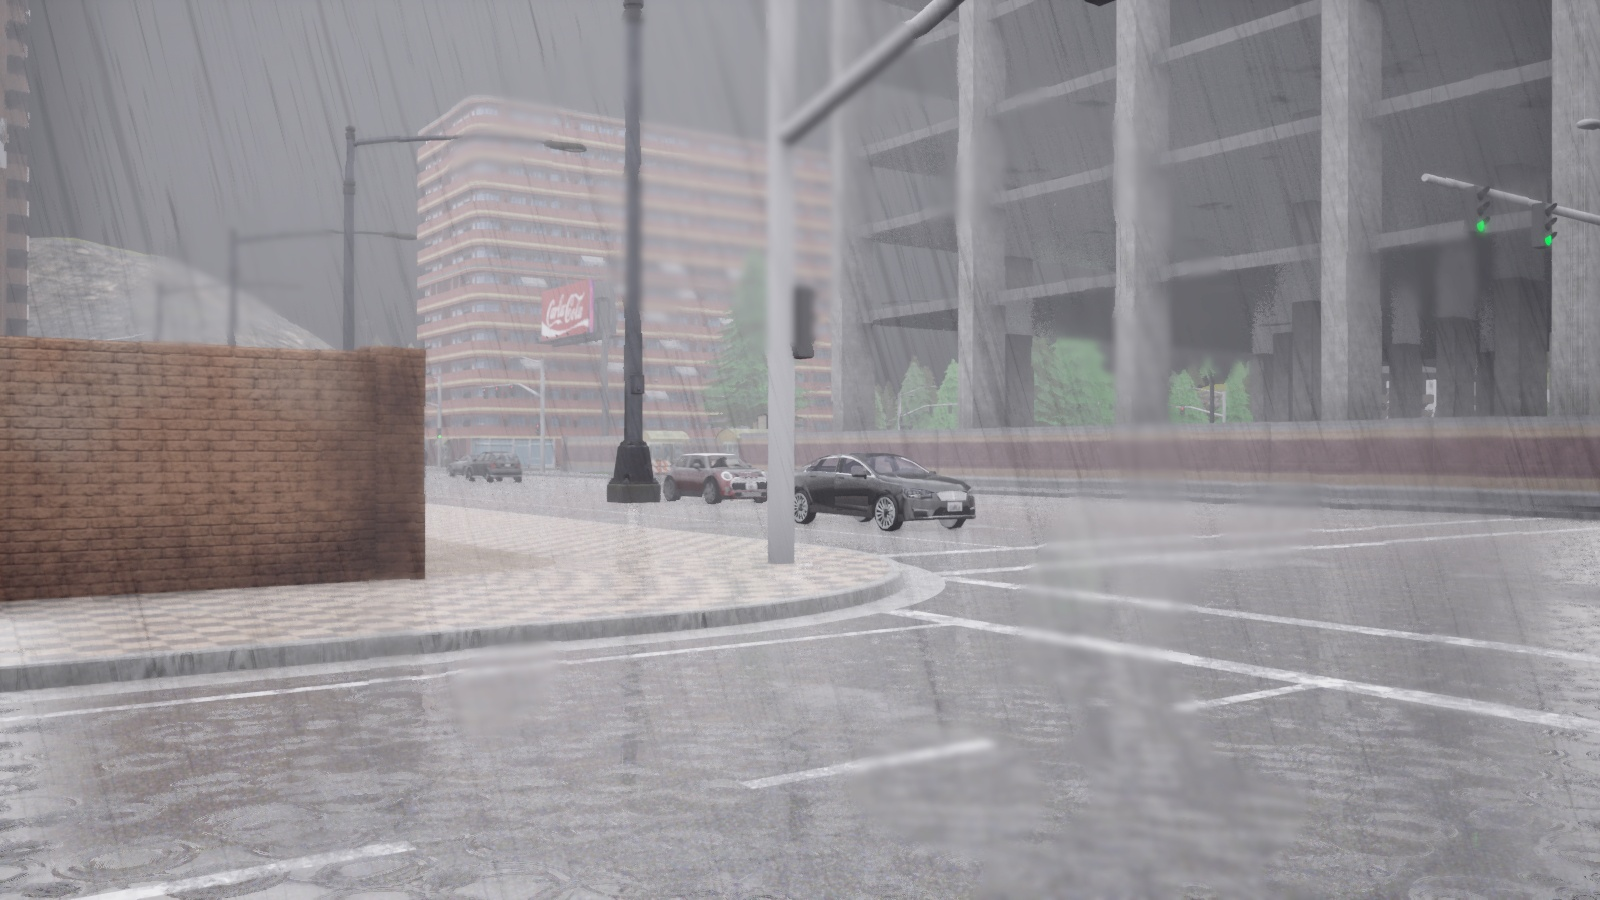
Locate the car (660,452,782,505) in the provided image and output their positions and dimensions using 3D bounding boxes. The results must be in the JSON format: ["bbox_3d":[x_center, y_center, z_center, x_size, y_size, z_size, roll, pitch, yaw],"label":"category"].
[{"bbox_3d":[-2.411,0.807,37.547,1.970,1.475,3.806,0,0,-34],"label":"car"}]

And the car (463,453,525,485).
[{"bbox_3d":[-15.276,0.909,62.609,1.789,1.549,3.705,0,0,-34],"label":"car"}]

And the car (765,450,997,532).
[{"bbox_3d":[1.523,0.760,25.587,2.128,1.511,4.902,0,0,-34],"label":"car"}]

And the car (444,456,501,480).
[{"bbox_3d":[-19.631,1.034,75.202,1.994,1.385,4.181,0,0,-34],"label":"car"}]
